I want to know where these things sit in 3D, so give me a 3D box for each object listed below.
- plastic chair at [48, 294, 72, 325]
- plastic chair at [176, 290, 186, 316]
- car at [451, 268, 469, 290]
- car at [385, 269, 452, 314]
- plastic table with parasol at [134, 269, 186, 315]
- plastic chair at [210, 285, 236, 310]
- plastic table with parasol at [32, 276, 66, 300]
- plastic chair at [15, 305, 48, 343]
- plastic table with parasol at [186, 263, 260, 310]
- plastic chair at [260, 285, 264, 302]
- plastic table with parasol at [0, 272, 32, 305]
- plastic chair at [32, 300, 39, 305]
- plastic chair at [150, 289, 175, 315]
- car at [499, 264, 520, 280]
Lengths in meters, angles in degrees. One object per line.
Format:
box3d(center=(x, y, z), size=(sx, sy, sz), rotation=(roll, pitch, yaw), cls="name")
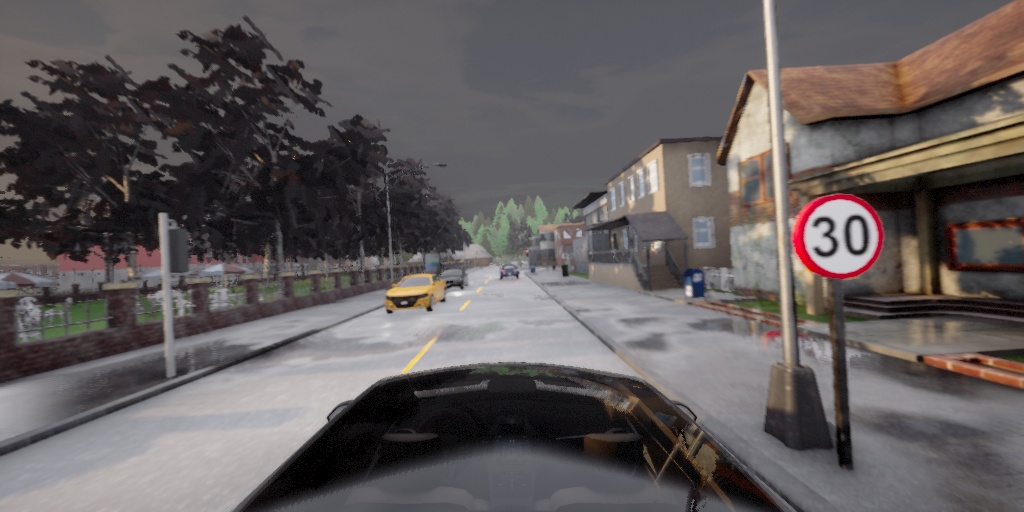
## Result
box3d(center=(-21.011, 2.569, 16.572), size=(0.730, 1.272, 0.750), rotation=(0, 0, -34), cls="plastic chair")
box3d(center=(-15.070, 2.222, 16.746), size=(0.730, 1.272, 0.750), rotation=(0, 0, -41), cls="plastic chair")
box3d(center=(-4.339, 1.681, 26.824), size=(1.837, 1.490, 4.892), rotation=(-3, 0, -1), cls="car")
box3d(center=(-4.226, 1.571, 16.406), size=(1.882, 1.535, 5.008), rotation=(-3, 0, -1), cls="car")
box3d(center=(-19.403, 1.912, 20.168), size=(2.482, 2.480, 2.482), rotation=(0, 0, -41), cls="plastic table with parasol")
box3d(center=(-13.294, 2.139, 16.480), size=(0.750, 1.272, 0.730), rotation=(0, 0, -40), cls="plastic chair")
box3d(center=(-21.995, 1.950, 15.717), size=(2.482, 2.480, 2.482), rotation=(0, 0, -39), cls="plastic table with parasol")
box3d(center=(-13.705, 2.134, 9.960), size=(0.730, 1.272, 0.750), rotation=(0, 0, -36), cls="plastic chair")
box3d(center=(-14.059, 1.585, 17.496), size=(2.482, 2.480, 2.482), rotation=(0, 0, -41), cls="plastic table with parasol")
box3d(center=(-13.097, 2.169, 18.408), size=(0.730, 1.272, 0.750), rotation=(0, 0, -36), cls="plastic chair")
box3d(center=(-14.666, 1.576, 9.047), size=(2.482, 2.480, 2.482), rotation=(0, 0, -41), cls="plastic table with parasol")
box3d(center=(-17.742, 2.376, 12.863), size=(0.730, 1.272, 0.750), rotation=(0, 0, -35), cls="plastic chair")
box3d(center=(-18.647, 2.462, 19.147), size=(0.750, 1.272, 0.730), rotation=(0, 0, -41), cls="plastic chair")
box3d(center=(-0.269, 1.545, 36.190), size=(1.812, 1.442, 4.674), rotation=(-3, 0, -1), cls="car")
